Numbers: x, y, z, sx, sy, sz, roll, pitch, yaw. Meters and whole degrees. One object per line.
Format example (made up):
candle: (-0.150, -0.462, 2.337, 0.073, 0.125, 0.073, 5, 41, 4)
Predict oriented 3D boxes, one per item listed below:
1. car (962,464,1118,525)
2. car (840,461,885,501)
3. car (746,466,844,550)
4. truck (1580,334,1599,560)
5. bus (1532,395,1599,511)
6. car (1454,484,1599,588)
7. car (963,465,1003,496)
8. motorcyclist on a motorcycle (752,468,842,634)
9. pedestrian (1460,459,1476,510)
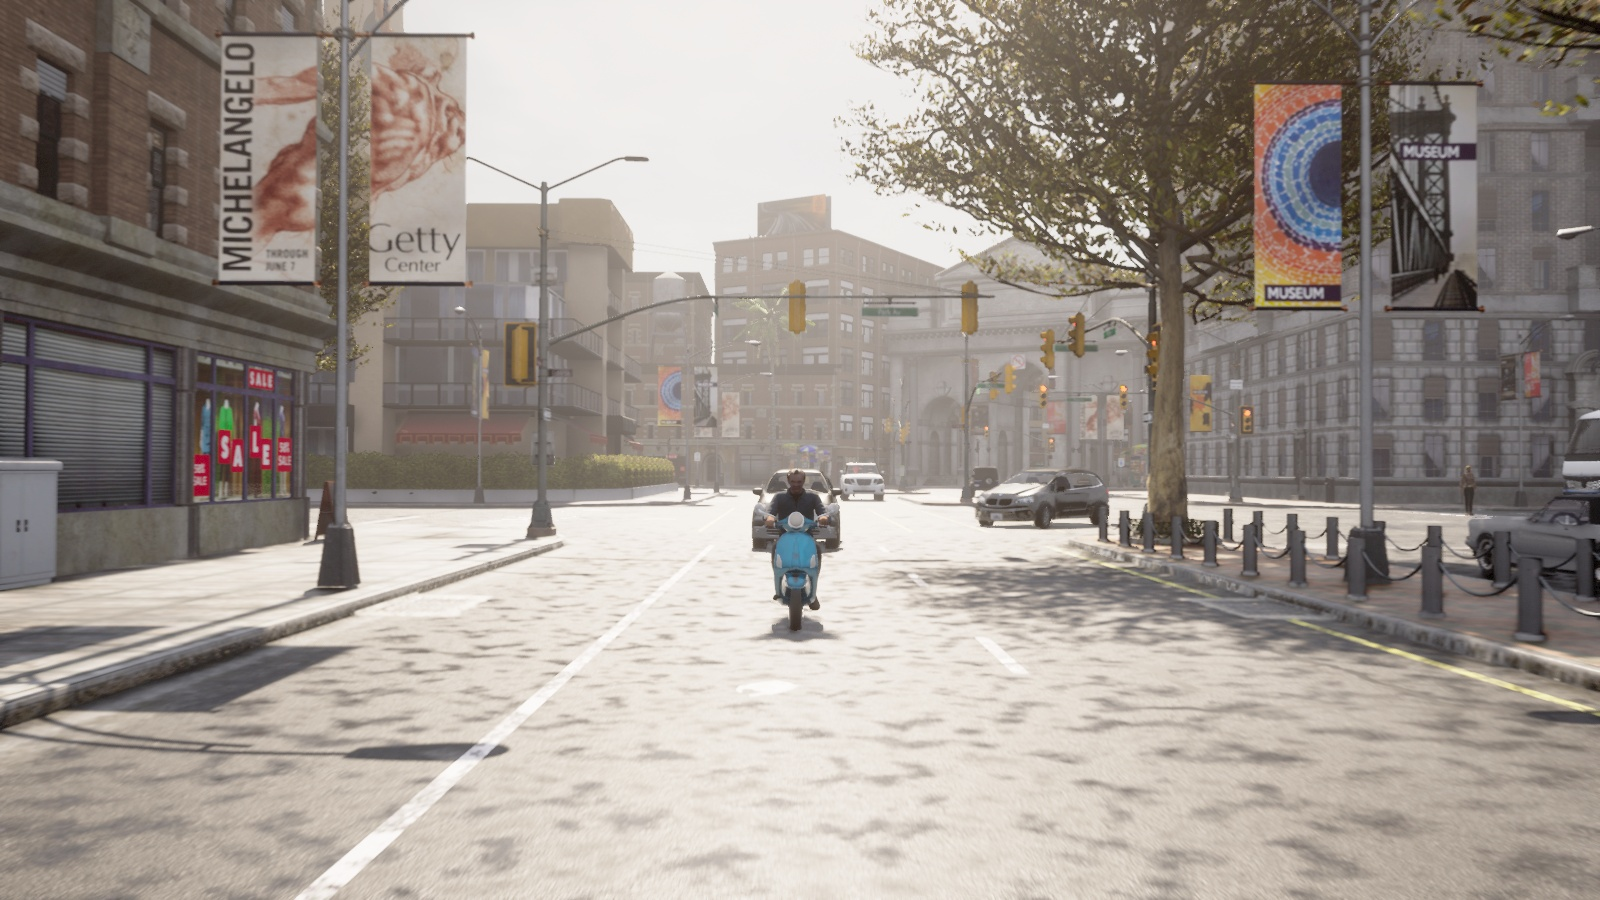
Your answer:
car: (7.029, 1.242, 36.491, 2.242, 1.667, 4.611, -1, -1, 44)
car: (3.332, 1.658, 67.987, 2.150, 2.045, 5.566, 0, -1, 0)
car: (-0.022, 1.154, 26.373, 1.851, 1.617, 3.988, 0, -1, 3)
truck: (14.952, -0.118, 17.458, 2.891, 3.827, 8.468, 0, -1, 0)
bus: (34.366, 0.106, 48.105, 10.273, 4.253, 3.944, 0, -1, -1)
car: (11.385, 1.166, 17.716, 1.895, 1.301, 4.718, 0, -1, 1)
car: (11.308, 1.868, 77.790, 1.905, 1.878, 3.866, 0, -1, 0)
motorcyclist on a motorcycle: (-0.032, 0.986, 12.985, 0.866, 1.590, 1.817, 0, -1, 0)
pedestrian: (24.440, 1.261, 45.932, 0.331, 1.846, 0.634, 0, -1, 14)
